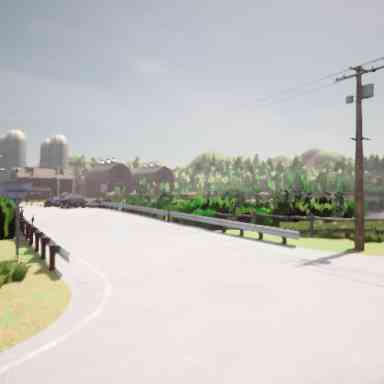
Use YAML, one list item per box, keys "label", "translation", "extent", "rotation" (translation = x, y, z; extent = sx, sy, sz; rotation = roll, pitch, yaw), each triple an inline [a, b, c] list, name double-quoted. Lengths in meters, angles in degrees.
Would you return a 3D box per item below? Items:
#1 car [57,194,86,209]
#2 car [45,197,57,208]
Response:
- label: "car"
  translation: [-12.972, 1.053, 36.221]
  extent: [1.837, 1.490, 4.892]
  rotation: [0, -1, -32]
- label: "car"
  translation: [-18.519, 1.438, 44.775]
  extent: [1.812, 1.442, 4.674]
  rotation: [0, -3, -35]
